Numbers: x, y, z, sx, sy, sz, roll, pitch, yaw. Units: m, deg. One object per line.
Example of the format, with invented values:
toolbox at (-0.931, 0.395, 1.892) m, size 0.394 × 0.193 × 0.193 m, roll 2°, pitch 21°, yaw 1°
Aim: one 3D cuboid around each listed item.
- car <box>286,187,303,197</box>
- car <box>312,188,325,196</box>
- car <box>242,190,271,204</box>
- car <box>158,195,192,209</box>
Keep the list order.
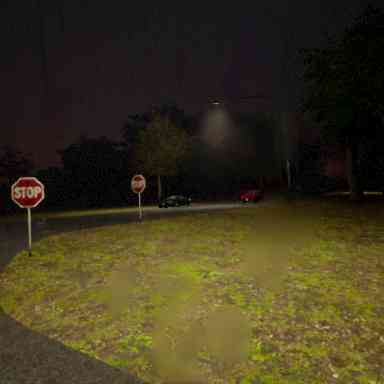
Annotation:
car at (22.043, -0.096, 71.296) m, size 2.150 × 2.045 × 5.566 m, roll -4°, pitch -1°, yaw 34°
car at (25.308, -0.041, 66.473) m, size 1.812 × 1.442 × 4.674 m, roll -3°, pitch -1°, yaw 27°
car at (7.153, 0.560, 37.210) m, size 1.812 × 1.442 × 4.674 m, roll -4°, pitch -1°, yaw 34°
car at (-1.872, 1.090, 36.404) m, size 1.994 × 1.385 × 4.181 m, roll -4°, pitch -1°, yaw 34°
